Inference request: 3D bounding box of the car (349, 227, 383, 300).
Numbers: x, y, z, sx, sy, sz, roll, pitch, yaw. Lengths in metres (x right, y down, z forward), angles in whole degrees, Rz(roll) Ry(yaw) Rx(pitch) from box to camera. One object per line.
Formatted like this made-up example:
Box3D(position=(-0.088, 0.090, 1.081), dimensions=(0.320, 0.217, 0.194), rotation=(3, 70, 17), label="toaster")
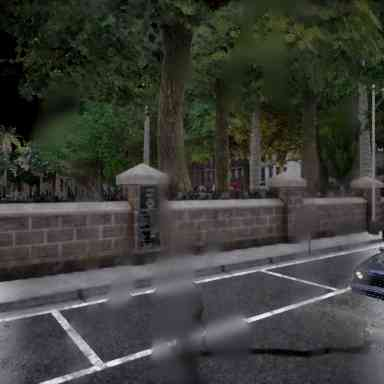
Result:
Box3D(position=(5.779, 1.544, 7.509), dimensions=(5.357, 1.411, 2.033), rotation=(0, 0, -35), label="car")
